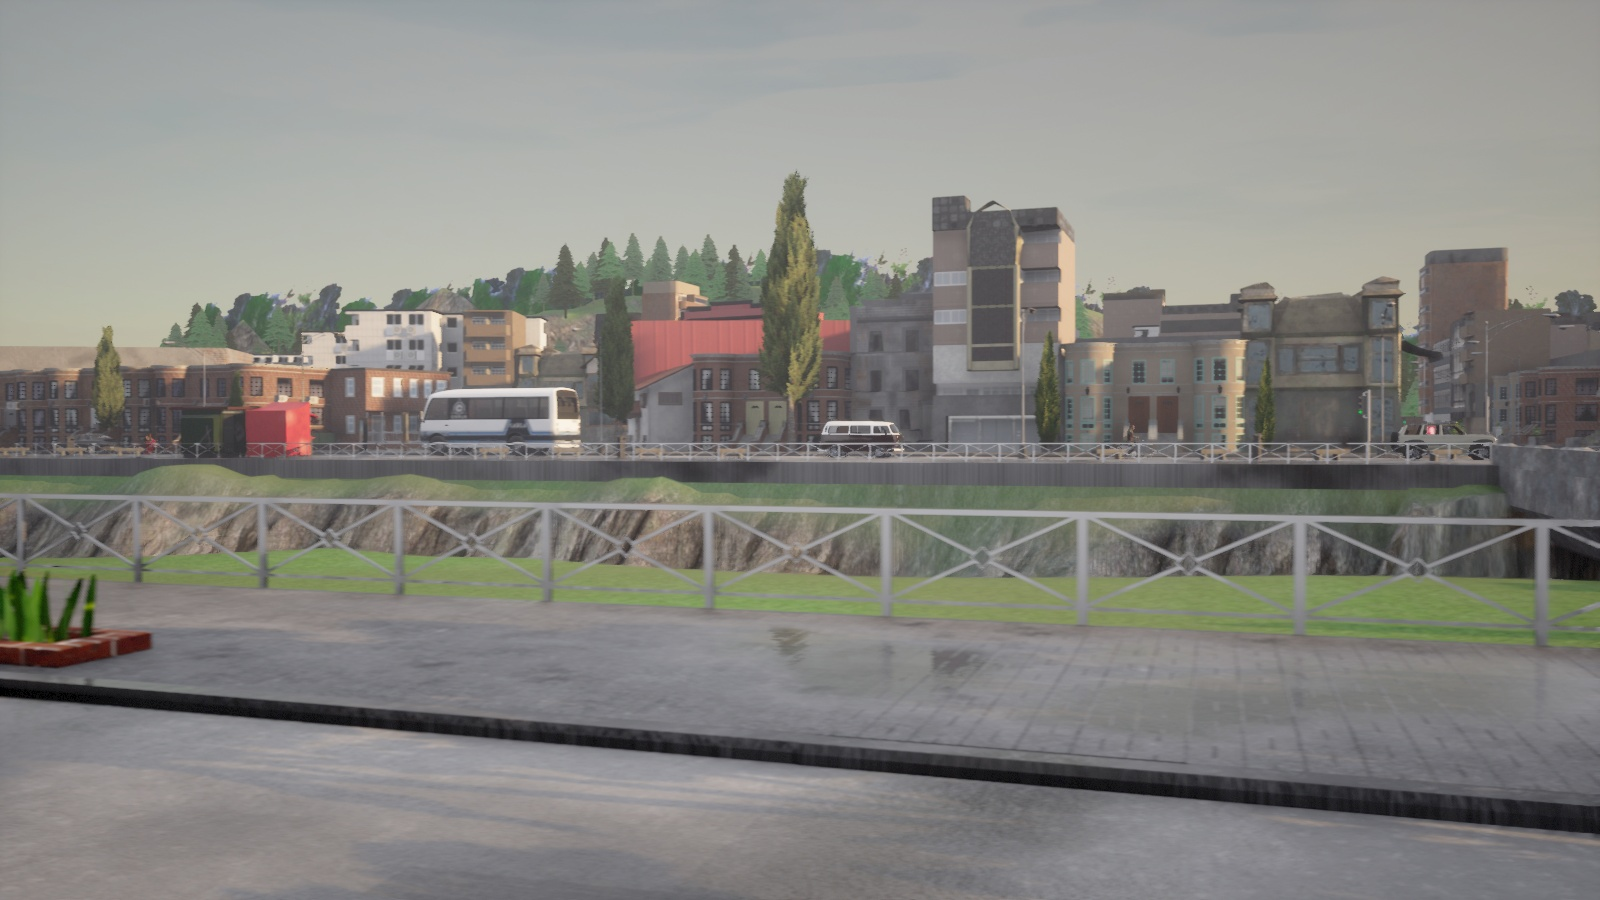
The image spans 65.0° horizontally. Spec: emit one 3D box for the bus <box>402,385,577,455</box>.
[{"bbox_3d":[-19.664,-1.899,79.638,10.273,4.253,3.944,1,1,19],"label":"bus"}]

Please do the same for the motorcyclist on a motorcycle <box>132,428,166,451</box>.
[{"bbox_3d":[-43.248,-0.689,83.367,2.044,1.523,0.797,1,1,19],"label":"motorcyclist on a motorcycle"}]

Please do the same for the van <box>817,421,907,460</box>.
[{"bbox_3d":[3.359,-0.522,67.698,4.480,2.038,2.069,1,1,19],"label":"van"}]

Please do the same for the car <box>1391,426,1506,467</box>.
[{"bbox_3d":[30.159,-0.181,58.574,4.605,1.855,1.932,1,1,22],"label":"car"}]
